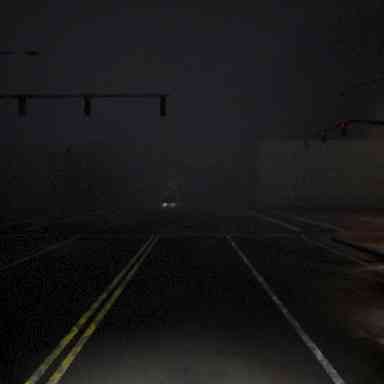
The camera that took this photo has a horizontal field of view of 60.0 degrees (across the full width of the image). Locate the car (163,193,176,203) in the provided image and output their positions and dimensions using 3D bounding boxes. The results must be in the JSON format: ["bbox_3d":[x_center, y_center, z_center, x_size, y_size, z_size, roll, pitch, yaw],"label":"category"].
[{"bbox_3d":[-3.502,0.834,52.145,2.033,1.411,5.357,0,5,0],"label":"car"}]
